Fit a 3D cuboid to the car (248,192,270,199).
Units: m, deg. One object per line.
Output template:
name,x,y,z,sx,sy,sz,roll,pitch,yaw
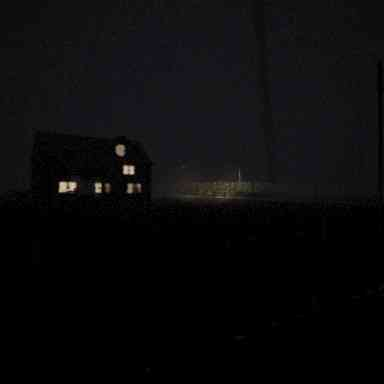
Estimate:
car,14.069,0.738,69.851,1.895,1.301,4.718,0,1,-35
